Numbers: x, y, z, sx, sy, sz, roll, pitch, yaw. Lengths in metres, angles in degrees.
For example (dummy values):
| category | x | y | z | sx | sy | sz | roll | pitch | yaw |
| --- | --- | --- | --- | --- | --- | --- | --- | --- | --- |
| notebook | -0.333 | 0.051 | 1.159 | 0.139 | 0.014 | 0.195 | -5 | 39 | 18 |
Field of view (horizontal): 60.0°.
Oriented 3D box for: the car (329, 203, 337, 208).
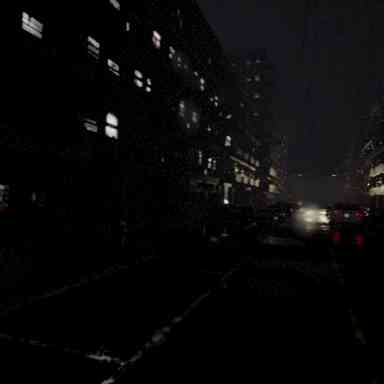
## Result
| category | x | y | z | sx | sy | sz | roll | pitch | yaw |
| --- | --- | --- | --- | --- | --- | --- | --- | --- | --- |
| car | 36.758 | 3.464 | 86.659 | 1.802 | 1.307 | 4.206 | 1 | -1 | 20 |

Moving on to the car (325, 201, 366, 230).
| category | x | y | z | sx | sy | sz | roll | pitch | yaw |
| --- | --- | --- | --- | --- | --- | --- | --- | --- | --- |
| car | 12.071 | 1.784 | 26.448 | 2.150 | 2.045 | 5.566 | 1 | -1 | 20 |

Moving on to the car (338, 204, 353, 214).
| category | x | y | z | sx | sy | sz | roll | pitch | yaw |
| --- | --- | --- | --- | --- | --- | --- | --- | --- | --- |
| car | 25.091 | 2.742 | 54.581 | 1.887 | 1.381 | 4.507 | 2 | -1 | 20 |

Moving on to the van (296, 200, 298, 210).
| category | x | y | z | sx | sy | sz | roll | pitch | yaw |
| --- | --- | --- | --- | --- | --- | --- | --- | --- | --- |
| van | 15.281 | 2.250 | 52.104 | 1.690 | 1.788 | 3.998 | 2 | -1 | 20 |

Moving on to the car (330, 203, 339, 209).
| category | x | y | z | sx | sy | sz | roll | pitch | yaw |
| --- | --- | --- | --- | --- | --- | --- | --- | --- | --- |
| car | 34.813 | 3.348 | 81.313 | 1.802 | 1.307 | 4.206 | 2 | -1 | 20 |

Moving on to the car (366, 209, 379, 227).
| category | x | y | z | sx | sy | sz | roll | pitch | yaw |
| --- | --- | --- | --- | --- | --- | --- | --- | --- | --- |
| car | 15.371 | 2.103 | 27.851 | 1.967 | 1.590 | 4.097 | 2 | 0 | 20 |

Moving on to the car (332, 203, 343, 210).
| category | x | y | z | sx | sy | sz | roll | pitch | yaw |
| --- | --- | --- | --- | --- | --- | --- | --- | --- | --- |
| car | 30.924 | 3.118 | 70.620 | 1.802 | 1.307 | 4.206 | 2 | -1 | 20 |

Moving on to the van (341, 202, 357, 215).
| category | x | y | z | sx | sy | sz | roll | pitch | yaw |
| --- | --- | --- | --- | --- | --- | --- | --- | --- | --- |
| van | 23.152 | 2.428 | 49.235 | 1.690 | 1.788 | 3.998 | 2 | -1 | 20 |

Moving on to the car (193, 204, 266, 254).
| category | x | y | z | sx | sy | sz | roll | pitch | yaw |
| --- | --- | --- | --- | --- | --- | --- | --- | --- | --- |
| car | 1.668 | 1.493 | 14.681 | 2.192 | 1.841 | 5.009 | 2 | 0 | 20 |

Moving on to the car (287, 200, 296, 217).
| category | x | y | z | sx | sy | sz | roll | pitch | yaw |
| --- | --- | --- | --- | --- | --- | --- | --- | --- | --- |
| car | 11.393 | 2.009 | 41.413 | 2.192 | 1.841 | 5.009 | 2 | 0 | 20 |

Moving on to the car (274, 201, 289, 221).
| category | x | y | z | sx | sy | sz | roll | pitch | yaw |
| --- | --- | --- | --- | --- | --- | --- | --- | --- | --- |
| car | 7.499 | 1.925 | 30.721 | 1.967 | 1.590 | 4.097 | 2 | 0 | 20 |

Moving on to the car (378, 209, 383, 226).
| category | x | y | z | sx | sy | sz | roll | pitch | yaw |
| --- | --- | --- | --- | --- | --- | --- | --- | --- | --- |
| car | 11.485 | 1.772 | 17.159 | 2.192 | 1.841 | 5.009 | 2 | 0 | 20 |

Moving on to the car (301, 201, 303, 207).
| category | x | y | z | sx | sy | sz | roll | pitch | yaw |
| --- | --- | --- | --- | --- | --- | --- | --- | --- | --- |
| car | 21.108 | 2.826 | 68.144 | 1.802 | 1.307 | 4.206 | 2 | -1 | 20 |

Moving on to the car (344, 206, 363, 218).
| category | x | y | z | sx | sy | sz | roll | pitch | yaw |
| --- | --- | --- | --- | --- | --- | --- | --- | --- | --- |
| car | 21.201 | 2.561 | 43.889 | 1.802 | 1.307 | 4.206 | 2 | -1 | 20 |

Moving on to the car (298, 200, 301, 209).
| category | x | y | z | sx | sy | sz | roll | pitch | yaw |
| --- | --- | --- | --- | --- | --- | --- | --- | --- | --- |
| car | 19.107 | 2.653 | 62.637 | 1.752 | 1.417 | 4.829 | 2 | -1 | 20 |

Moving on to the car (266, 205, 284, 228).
| category | x | y | z | sx | sy | sz | roll | pitch | yaw |
| --- | --- | --- | --- | --- | --- | --- | --- | --- | --- |
| car | 5.551 | 1.933 | 25.373 | 2.008 | 1.369 | 4.403 | 2 | 0 | 20 |

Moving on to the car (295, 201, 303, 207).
| category | x | y | z | sx | sy | sz | roll | pitch | yaw |
| --- | --- | --- | --- | --- | --- | --- | --- | --- | --- |
| car | 28.829 | 3.226 | 89.369 | 1.752 | 1.417 | 4.829 | 2 | -1 | 20 |
